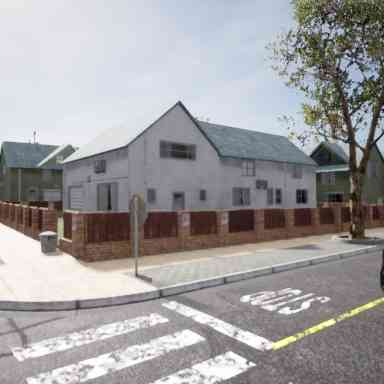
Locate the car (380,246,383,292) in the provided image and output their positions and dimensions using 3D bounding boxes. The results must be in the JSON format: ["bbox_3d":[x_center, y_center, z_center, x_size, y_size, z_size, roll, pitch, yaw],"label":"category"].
[{"bbox_3d":[6.097,1.328,7.060,5.566,2.045,2.150,1,-1,-38],"label":"car"}]
